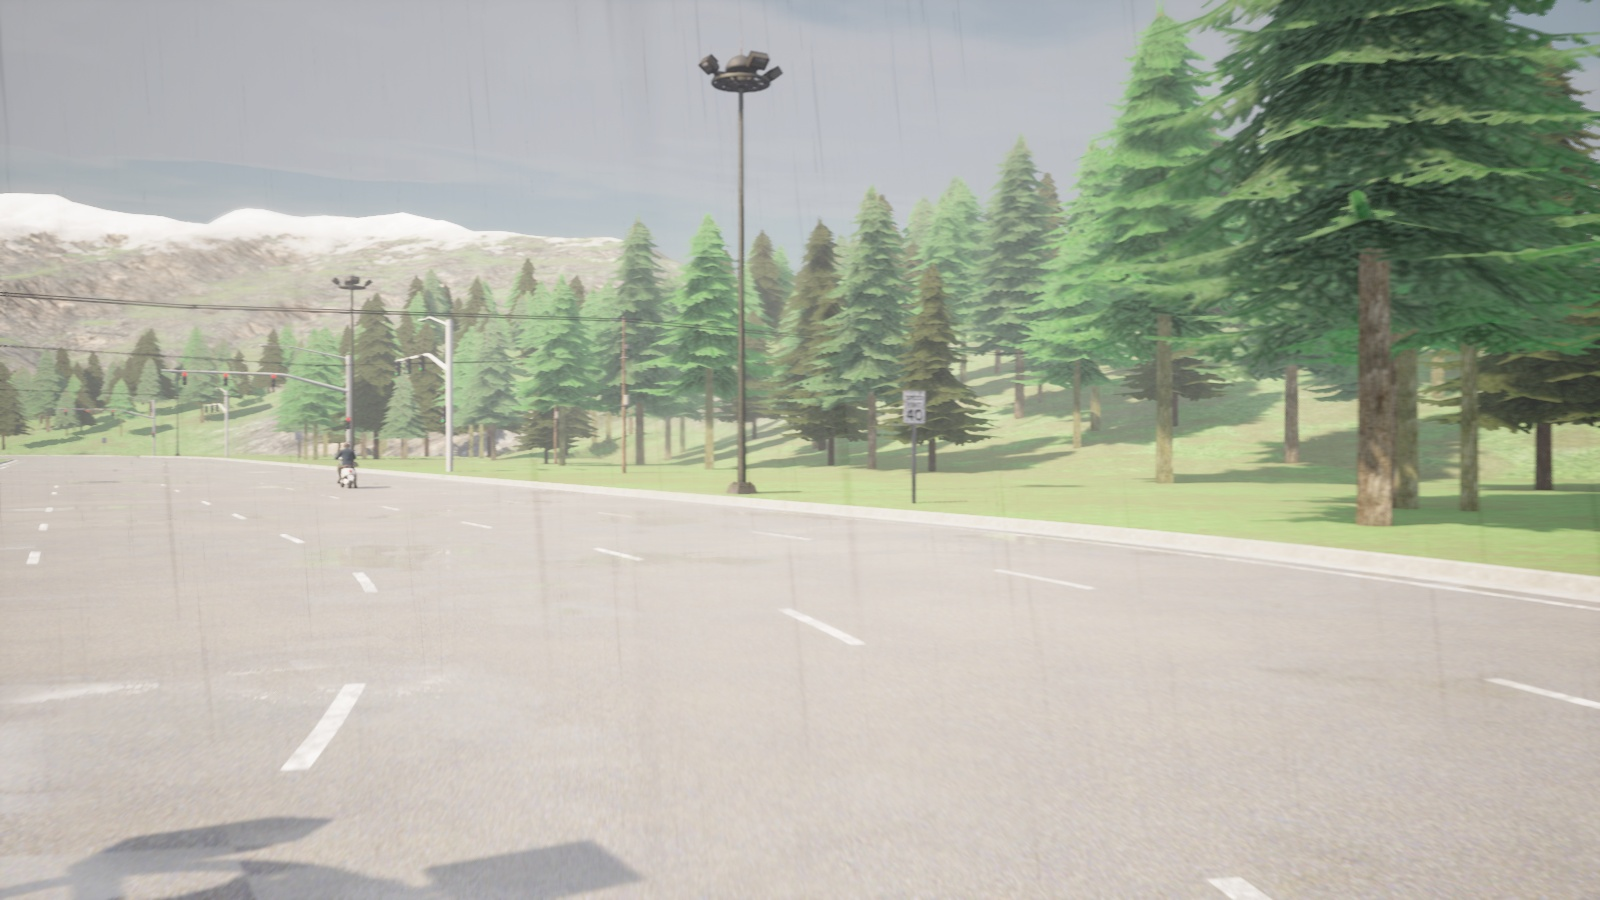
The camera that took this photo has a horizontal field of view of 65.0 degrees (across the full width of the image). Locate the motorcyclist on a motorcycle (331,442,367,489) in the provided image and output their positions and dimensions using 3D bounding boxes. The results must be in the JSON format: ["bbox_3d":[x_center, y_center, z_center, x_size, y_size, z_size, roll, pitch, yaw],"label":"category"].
[{"bbox_3d":[-15.708,0.523,43.691,0.866,1.590,1.817,0,0,-30],"label":"motorcyclist on a motorcycle"}]
